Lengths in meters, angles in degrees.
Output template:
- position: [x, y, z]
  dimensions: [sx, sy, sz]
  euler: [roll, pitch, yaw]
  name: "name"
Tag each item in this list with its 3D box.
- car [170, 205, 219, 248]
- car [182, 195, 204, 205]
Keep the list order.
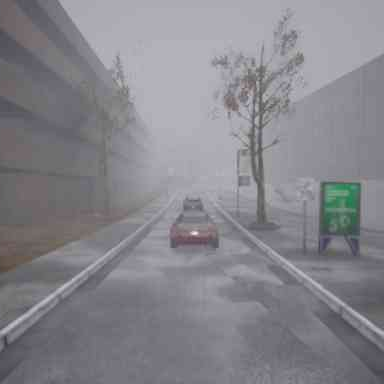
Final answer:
- position: [0.099, 1.522, 14.716]
  dimensions: [1.994, 1.385, 4.181]
  euler: [0, 1, 0]
  name: "car"
- position: [0.098, 1.062, 32.098]
  dimensions: [2.128, 1.511, 4.902]
  euler: [0, 2, 0]
  name: "car"
